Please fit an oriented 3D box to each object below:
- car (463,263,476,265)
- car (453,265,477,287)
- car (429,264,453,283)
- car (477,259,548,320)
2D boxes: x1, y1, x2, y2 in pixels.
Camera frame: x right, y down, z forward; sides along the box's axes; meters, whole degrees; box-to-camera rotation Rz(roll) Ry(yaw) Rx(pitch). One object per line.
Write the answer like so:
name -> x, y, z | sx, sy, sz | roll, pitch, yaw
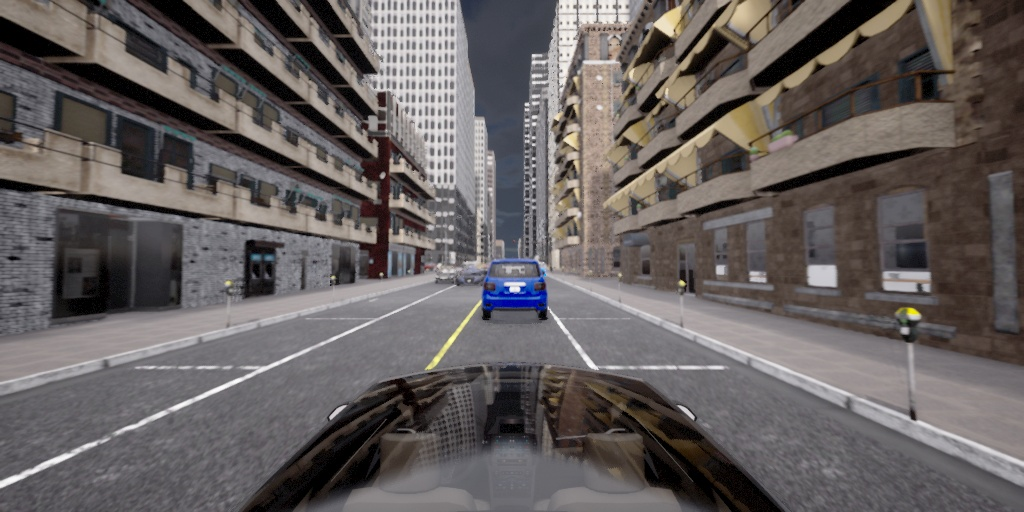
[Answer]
car -> -5.657, 1.825, 42.841 | 1.948, 1.339, 4.313 | 0, 0, 0
car -> -3.098, 1.639, 27.912 | 1.994, 1.385, 4.181 | 0, -1, 0
car -> -5.657, 1.673, 31.761 | 2.007, 1.370, 4.403 | 0, 0, 0
car -> 0.091, 1.120, 13.539 | 2.150, 2.045, 5.566 | 0, 0, 0
